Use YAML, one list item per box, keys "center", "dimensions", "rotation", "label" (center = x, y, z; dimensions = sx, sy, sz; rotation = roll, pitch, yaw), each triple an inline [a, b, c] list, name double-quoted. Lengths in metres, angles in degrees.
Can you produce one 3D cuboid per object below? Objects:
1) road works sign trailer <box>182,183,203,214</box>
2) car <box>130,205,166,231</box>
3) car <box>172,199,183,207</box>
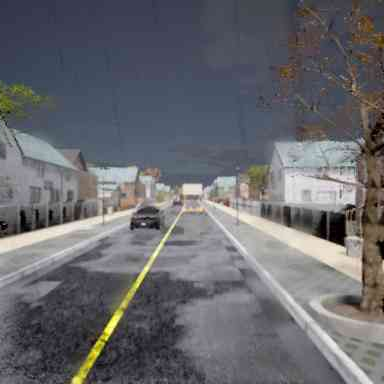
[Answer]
- center: [0.039, 0.738, 38.823]
  dimensions: [2.380, 3.560, 2.880]
  rotation: [0, 0, 0]
  label: "road works sign trailer"
- center: [-2.832, 1.616, 21.950]
  dimensions: [1.882, 1.535, 5.008]
  rotation: [0, 0, 0]
  label: "car"
- center: [-2.725, 2.074, 64.009]
  dimensions: [1.994, 1.385, 4.181]
  rotation: [0, -1, 1]
  label: "car"
